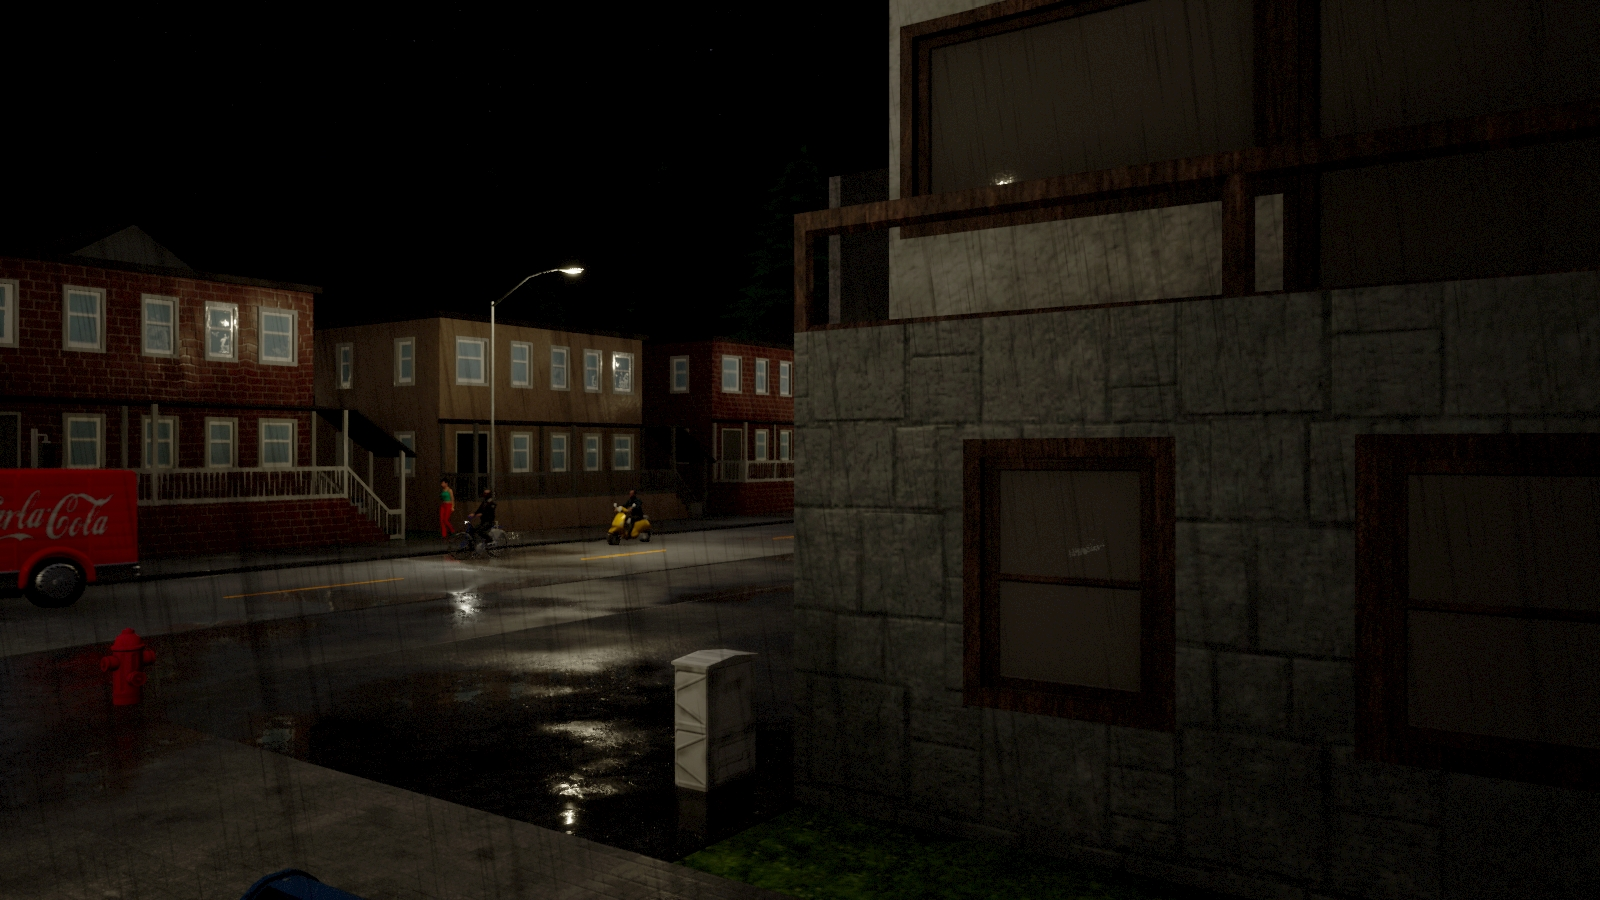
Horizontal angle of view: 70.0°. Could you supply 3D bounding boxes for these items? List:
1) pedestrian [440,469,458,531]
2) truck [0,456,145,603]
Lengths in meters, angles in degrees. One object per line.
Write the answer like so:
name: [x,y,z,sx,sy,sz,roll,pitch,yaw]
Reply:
pedestrian: [-10.603,1.512,34.503,0.375,1.860,0.375,0,0,34]
truck: [-14.697,1.340,19.780,2.627,2.467,5.204,0,0,36]
